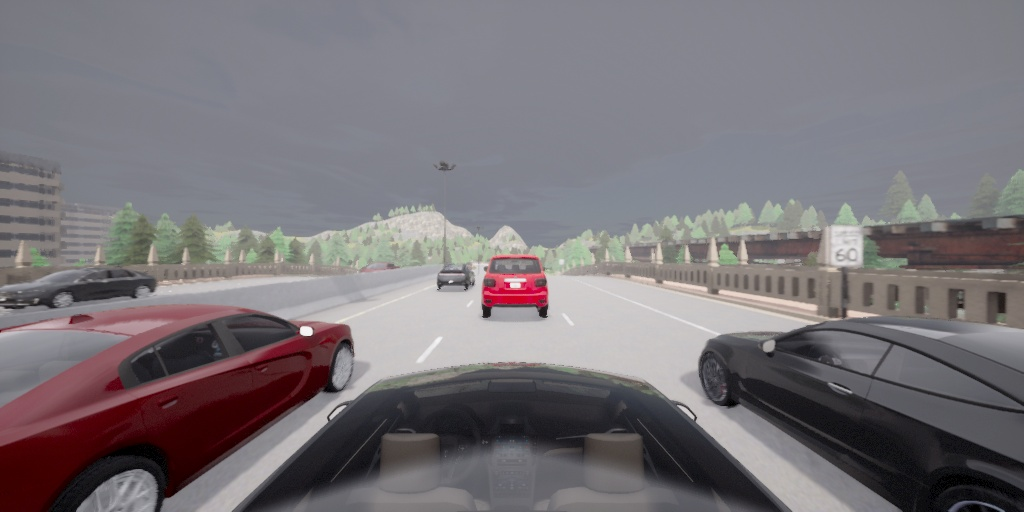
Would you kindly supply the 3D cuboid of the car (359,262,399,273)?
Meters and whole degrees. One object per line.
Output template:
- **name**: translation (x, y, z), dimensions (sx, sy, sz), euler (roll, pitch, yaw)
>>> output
- **car**: translation (-10.593, 1.223, 28.879), dimensions (1.882, 1.535, 5.008), euler (0, 0, 0)

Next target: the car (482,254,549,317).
- **car**: translation (0.101, 0.967, 13.366), dimensions (2.150, 2.045, 5.566), euler (0, 0, 0)

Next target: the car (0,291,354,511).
- **car**: translation (-3.406, 1.227, 3.658), dimensions (1.882, 1.535, 5.008), euler (0, 0, 0)

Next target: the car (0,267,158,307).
- **car**: translation (-17.598, 1.252, 14.813), dimensions (1.837, 1.490, 4.892), euler (0, 0, 0)

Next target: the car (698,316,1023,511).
- **car**: translation (3.592, 1.275, 3.251), dimensions (1.812, 1.442, 4.674), euler (0, 0, 0)

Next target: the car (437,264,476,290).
- **car**: translation (-3.397, 1.234, 22.359), dimensions (2.128, 1.511, 4.902), euler (0, 0, 0)
